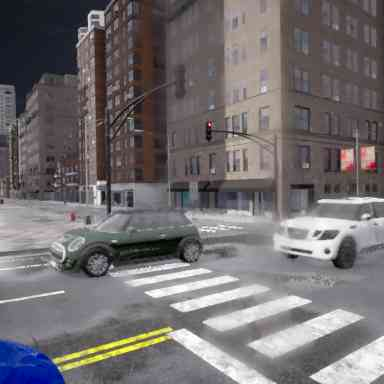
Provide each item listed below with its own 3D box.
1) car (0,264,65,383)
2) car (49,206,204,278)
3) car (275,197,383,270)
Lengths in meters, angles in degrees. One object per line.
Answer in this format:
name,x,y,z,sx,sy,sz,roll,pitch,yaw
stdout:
car,-3.077,1.478,1.253,5.008,1.535,1.882,0,0,-35
car,-1.909,1.351,10.306,4.553,1.767,2.097,0,0,-35
car,5.301,1.220,11.453,5.566,2.045,2.150,0,0,-36
